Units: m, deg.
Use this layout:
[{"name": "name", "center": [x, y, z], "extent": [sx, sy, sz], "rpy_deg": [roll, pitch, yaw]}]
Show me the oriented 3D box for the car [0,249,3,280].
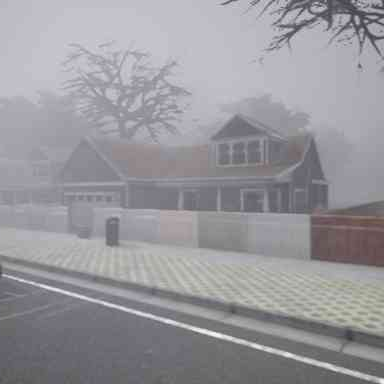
[{"name": "car", "center": [-6.913, 1.442, 8.613], "extent": [4.553, 1.767, 2.097], "rpy_deg": [0, 0, 35]}]
